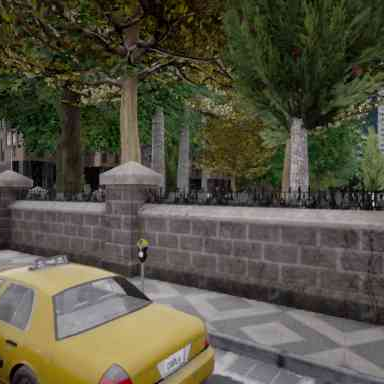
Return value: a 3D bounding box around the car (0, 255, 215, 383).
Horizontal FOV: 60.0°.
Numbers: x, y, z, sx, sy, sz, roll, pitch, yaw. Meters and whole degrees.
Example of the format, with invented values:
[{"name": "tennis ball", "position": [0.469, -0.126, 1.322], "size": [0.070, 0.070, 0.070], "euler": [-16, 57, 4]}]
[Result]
[{"name": "car", "position": [-2.042, 1.525, 4.413], "size": [4.829, 1.417, 1.752], "euler": [0, 0, 35]}]
